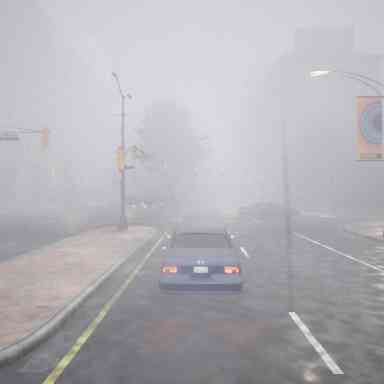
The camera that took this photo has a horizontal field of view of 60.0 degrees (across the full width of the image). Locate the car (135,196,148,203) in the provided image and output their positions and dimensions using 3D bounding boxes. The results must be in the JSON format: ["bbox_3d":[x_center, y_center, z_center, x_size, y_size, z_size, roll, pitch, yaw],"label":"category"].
[{"bbox_3d":[-10.254,1.505,68.025,1.837,1.490,4.892,0,0,1],"label":"car"}]

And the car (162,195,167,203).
[{"bbox_3d":[-6.799,1.352,66.744,2.097,1.767,4.553,0,0,1],"label":"car"}]

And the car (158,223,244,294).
[{"bbox_3d":[0.229,1.547,8.920,2.033,1.411,5.357,0,0,1],"label":"car"}]

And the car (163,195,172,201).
[{"bbox_3d":[-6.400,1.478,86.611,1.882,1.535,5.008,0,0,1],"label":"car"}]

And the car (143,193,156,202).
[{"bbox_3d":[-10.048,1.225,78.710,2.150,2.045,5.566,0,0,1],"label":"car"}]

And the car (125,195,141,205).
[{"bbox_3d":[-10.515,1.352,57.850,2.097,1.767,4.553,0,0,1],"label":"car"}]

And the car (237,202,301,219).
[{"bbox_3d":[6.642,1.548,29.013,5.357,1.411,2.033,0,0,1],"label":"car"}]

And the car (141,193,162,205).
[{"bbox_3d":[-7.015,1.352,57.972,2.097,1.767,4.553,0,0,1],"label":"car"}]

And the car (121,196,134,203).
[{"bbox_3d":[-13.464,1.595,69.814,1.895,1.301,4.718,0,0,1],"label":"car"}]

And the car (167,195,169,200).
[{"bbox_3d":[-6.588,1.525,76.518,2.128,1.511,4.902,0,0,1],"label":"car"}]
